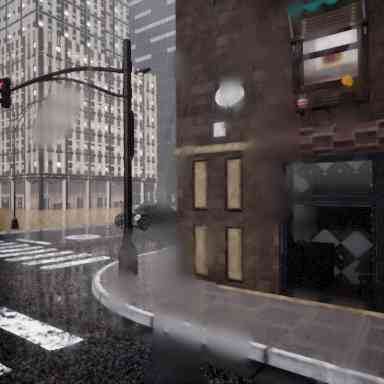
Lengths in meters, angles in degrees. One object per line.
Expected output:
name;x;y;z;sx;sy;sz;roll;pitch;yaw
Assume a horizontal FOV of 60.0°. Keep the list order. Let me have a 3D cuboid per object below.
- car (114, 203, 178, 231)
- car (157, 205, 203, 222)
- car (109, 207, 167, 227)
car;-3.049;1.645;23.169;2.097;1.767;4.553;-1;-1;35
car;-0.990;1.975;30.884;2.008;1.369;4.403;-2;-2;35
car;-4.178;1.894;26.317;2.008;1.369;4.403;-2;-2;35
